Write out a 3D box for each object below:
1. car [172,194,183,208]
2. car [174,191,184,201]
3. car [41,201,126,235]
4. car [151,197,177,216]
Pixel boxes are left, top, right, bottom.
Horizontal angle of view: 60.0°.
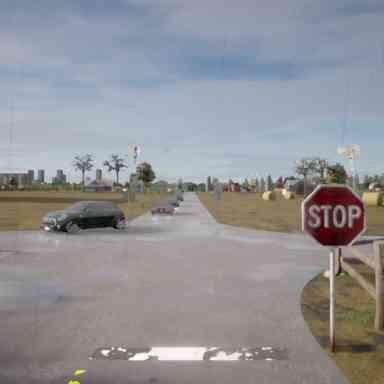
[{"bbox_3d":[-2.788,1.431,47.579,2.033,1.411,5.357,0,0,0],"label":"car"},{"bbox_3d":[-2.802,0.967,66.790,2.150,2.045,5.566,0,2,0],"label":"car"},{"bbox_3d":[-5.968,1.309,18.709,2.097,1.767,4.553,0,-1,39],"label":"car"},{"bbox_3d":[-2.778,1.518,31.932,1.994,1.385,4.181,0,0,0],"label":"car"}]
